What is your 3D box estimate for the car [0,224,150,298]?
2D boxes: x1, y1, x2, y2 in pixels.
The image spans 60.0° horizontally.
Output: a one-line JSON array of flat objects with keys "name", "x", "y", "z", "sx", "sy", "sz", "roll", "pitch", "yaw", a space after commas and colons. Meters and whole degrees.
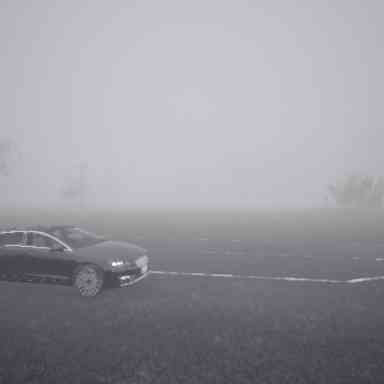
[{"name": "car", "x": -3.541, "y": 1.608, "z": 8.531, "sx": 4.902, "sy": 1.511, "sz": 2.128, "roll": 0, "pitch": 0, "yaw": 12}]
